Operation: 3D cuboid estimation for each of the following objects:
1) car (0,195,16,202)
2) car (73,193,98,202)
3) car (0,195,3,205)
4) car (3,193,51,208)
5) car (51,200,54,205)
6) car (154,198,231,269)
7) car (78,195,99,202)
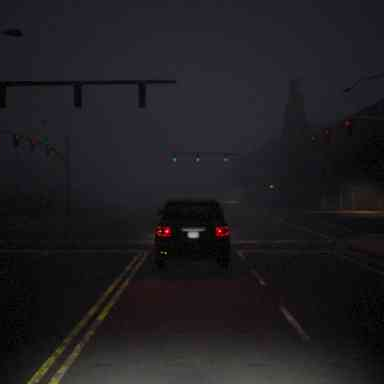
[{"bbox_3d":[-38.883,1.311,68.809,3.905,1.438,1.784,0,0,0],"label":"car"},{"bbox_3d":[-21.429,1.106,65.920,3.866,1.878,1.905,0,0,0],"label":"car"},{"bbox_3d":[-38.950,1.102,65.912,4.605,1.855,1.932,0,0,0],"label":"car"},{"bbox_3d":[-21.464,1.120,43.402,4.605,1.855,1.932,0,0,0],"label":"car"},{"bbox_3d":[-21.407,1.121,46.296,3.866,1.878,1.905,0,0,0],"label":"car"},{"bbox_3d":[-0.040,1.212,11.325,2.150,2.045,5.566,0,0,-2],"label":"car"},{"bbox_3d":[-21.416,1.343,68.815,3.806,1.475,1.970,0,0,0],"label":"car"}]
